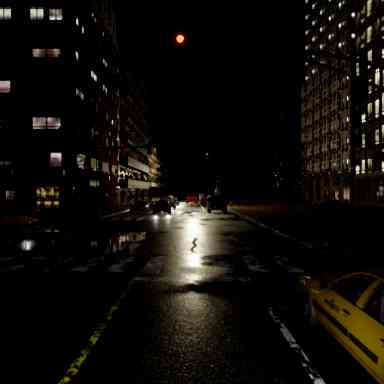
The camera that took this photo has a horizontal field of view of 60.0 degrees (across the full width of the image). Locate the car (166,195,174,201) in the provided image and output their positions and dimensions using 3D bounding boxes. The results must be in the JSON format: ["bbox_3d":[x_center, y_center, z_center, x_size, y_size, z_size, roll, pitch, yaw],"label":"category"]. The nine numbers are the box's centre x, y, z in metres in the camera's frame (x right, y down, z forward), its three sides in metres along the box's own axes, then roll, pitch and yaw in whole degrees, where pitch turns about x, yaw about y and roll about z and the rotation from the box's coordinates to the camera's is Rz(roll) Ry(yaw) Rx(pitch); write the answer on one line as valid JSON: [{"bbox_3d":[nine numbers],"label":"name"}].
[{"bbox_3d":[-5.697,1.611,85.966,1.752,1.417,4.829,0,0,0],"label":"car"}]

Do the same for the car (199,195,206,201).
[{"bbox_3d":[2.683,1.611,86.306,1.752,1.417,4.829,0,0,0],"label":"car"}]

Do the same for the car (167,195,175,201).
[{"bbox_3d":[-5.697,1.642,91.661,1.887,1.381,4.507,0,0,0],"label":"car"}]

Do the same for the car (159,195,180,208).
[{"bbox_3d":[-3.090,1.567,45.432,2.033,1.411,5.357,0,0,0],"label":"car"}]

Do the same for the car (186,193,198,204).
[{"bbox_3d":[-0.003,1.270,65.203,2.150,2.045,5.566,0,0,0],"label":"car"}]

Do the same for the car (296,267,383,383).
[{"bbox_3d":[2.686,1.525,4.154,1.752,1.417,4.829,0,0,0],"label":"car"}]

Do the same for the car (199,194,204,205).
[{"bbox_3d":[2.683,1.353,58.502,2.192,1.841,5.009,0,0,0],"label":"car"}]

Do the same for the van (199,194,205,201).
[{"bbox_3d":[2.682,1.439,91.662,1.690,1.788,3.998,0,0,0],"label":"van"}]

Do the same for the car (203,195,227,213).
[{"bbox_3d":[2.684,1.326,36.397,2.192,1.841,5.009,0,0,0],"label":"car"}]

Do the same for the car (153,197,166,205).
[{"bbox_3d":[-5.696,1.582,58.501,1.887,1.381,4.507,0,0,0],"label":"car"}]

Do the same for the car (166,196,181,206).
[{"bbox_3d":[-3.048,1.525,55.625,2.128,1.511,4.902,0,0,0],"label":"car"}]

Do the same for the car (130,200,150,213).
[{"bbox_3d":[-5.694,1.562,36.396,2.008,1.369,4.403,0,0,0],"label":"car"}]

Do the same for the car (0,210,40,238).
[{"bbox_3d":[-10.878,1.637,17.839,5.008,1.535,1.882,-1,0,-6],"label":"car"}]

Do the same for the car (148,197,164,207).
[{"bbox_3d":[-5.696,1.580,52.975,2.008,1.369,4.403,0,0,0],"label":"car"}]

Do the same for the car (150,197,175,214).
[{"bbox_3d":[-3.123,1.558,35.304,2.033,1.411,5.357,0,0,-4],"label":"car"}]

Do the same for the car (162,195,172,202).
[{"bbox_3d":[-5.697,1.505,75.082,1.967,1.590,4.097,0,0,0],"label":"car"}]

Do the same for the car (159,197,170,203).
[{"bbox_3d":[-5.696,1.637,69.556,1.802,1.307,4.206,0,0,0],"label":"car"}]

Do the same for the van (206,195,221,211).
[{"bbox_3d":[2.684,1.357,41.922,1.690,1.788,3.998,0,0,0],"label":"van"}]

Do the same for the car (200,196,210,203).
[{"bbox_3d":[2.684,1.600,69.556,1.887,1.381,4.507,0,0,0],"label":"car"}]

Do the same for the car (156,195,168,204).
[{"bbox_3d":[-5.697,1.487,64.029,1.967,1.590,4.097,0,0,0],"label":"car"}]
